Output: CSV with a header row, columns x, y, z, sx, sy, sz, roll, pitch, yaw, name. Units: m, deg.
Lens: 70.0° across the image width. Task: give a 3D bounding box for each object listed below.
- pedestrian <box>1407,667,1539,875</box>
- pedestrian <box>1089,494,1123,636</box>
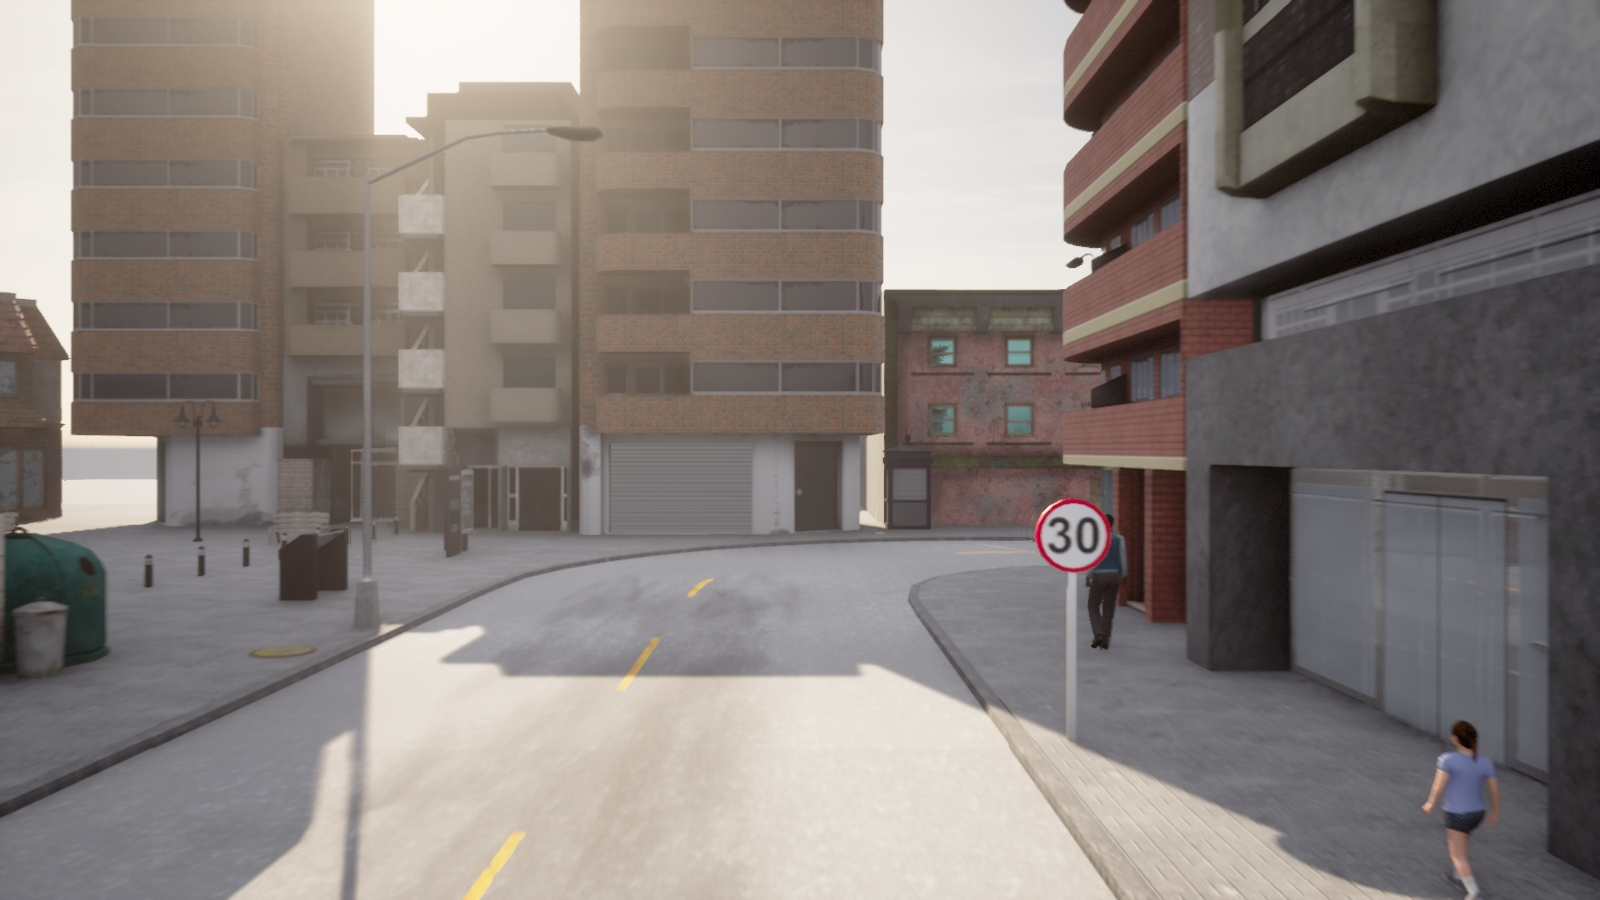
x,y,z,sx,sy,sz,roll,pitch,yaw,name
4.017,1.901,6.846,0.500,1.100,0.500,0,0,2,pedestrian
4.074,1.521,15.228,0.375,1.860,0.375,0,0,4,pedestrian
